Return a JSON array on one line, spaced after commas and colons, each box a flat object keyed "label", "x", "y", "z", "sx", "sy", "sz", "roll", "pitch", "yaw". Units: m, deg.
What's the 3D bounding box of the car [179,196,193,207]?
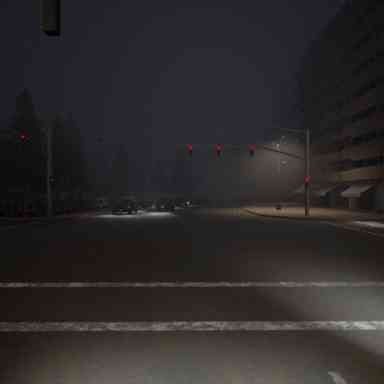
[{"label": "car", "x": -1.897, "y": 1.547, "z": 50.298, "sx": 2.033, "sy": 1.411, "sz": 5.357, "roll": 0, "pitch": 0, "yaw": 15}]

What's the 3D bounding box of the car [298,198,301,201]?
[{"label": "car", "x": 21.719, "y": 1.524, "z": 73.385, "sx": 4.902, "sy": 1.511, "sz": 2.128, "roll": 0, "pitch": 0, "yaw": -22}]

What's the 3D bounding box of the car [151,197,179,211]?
[{"label": "car", "x": -3.213, "y": 1.491, "z": 40.569, "sx": 2.128, "sy": 1.511, "sz": 4.902, "roll": 0, "pitch": 0, "yaw": 4}]

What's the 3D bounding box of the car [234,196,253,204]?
[{"label": "car", "x": 10.085, "y": 1.490, "z": 64.574, "sx": 2.128, "sy": 1.511, "sz": 4.902, "roll": 0, "pitch": 0, "yaw": 41}]

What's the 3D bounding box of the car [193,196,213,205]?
[{"label": "car", "x": 1.996, "y": 1.600, "z": 59.525, "sx": 1.895, "sy": 1.301, "sz": 4.718, "roll": 0, "pitch": 0, "yaw": 31}]

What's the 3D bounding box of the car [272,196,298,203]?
[{"label": "car", "x": 18.512, "y": 1.477, "z": 67.484, "sx": 5.008, "sy": 1.535, "sz": 1.882, "roll": 0, "pitch": 0, "yaw": -33}]

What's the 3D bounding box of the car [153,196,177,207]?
[{"label": "car", "x": -4.275, "y": 1.491, "z": 53.907, "sx": 2.128, "sy": 1.511, "sz": 4.902, "roll": 0, "pitch": 0, "yaw": 20}]

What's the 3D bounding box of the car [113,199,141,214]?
[{"label": "car", "x": -6.950, "y": 1.525, "z": 34.986, "sx": 1.812, "sy": 1.442, "sz": 4.674, "roll": 0, "pitch": 0, "yaw": 2}]

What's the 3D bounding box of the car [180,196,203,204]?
[{"label": "car", "x": -0.017, "y": 1.491, "z": 63.068, "sx": 2.128, "sy": 1.511, "sz": 4.902, "roll": 0, "pitch": 0, "yaw": 32}]

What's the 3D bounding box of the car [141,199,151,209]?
[{"label": "car", "x": -6.404, "y": 1.600, "z": 44.064, "sx": 1.895, "sy": 1.301, "sz": 4.718, "roll": 0, "pitch": 0, "yaw": 6}]
